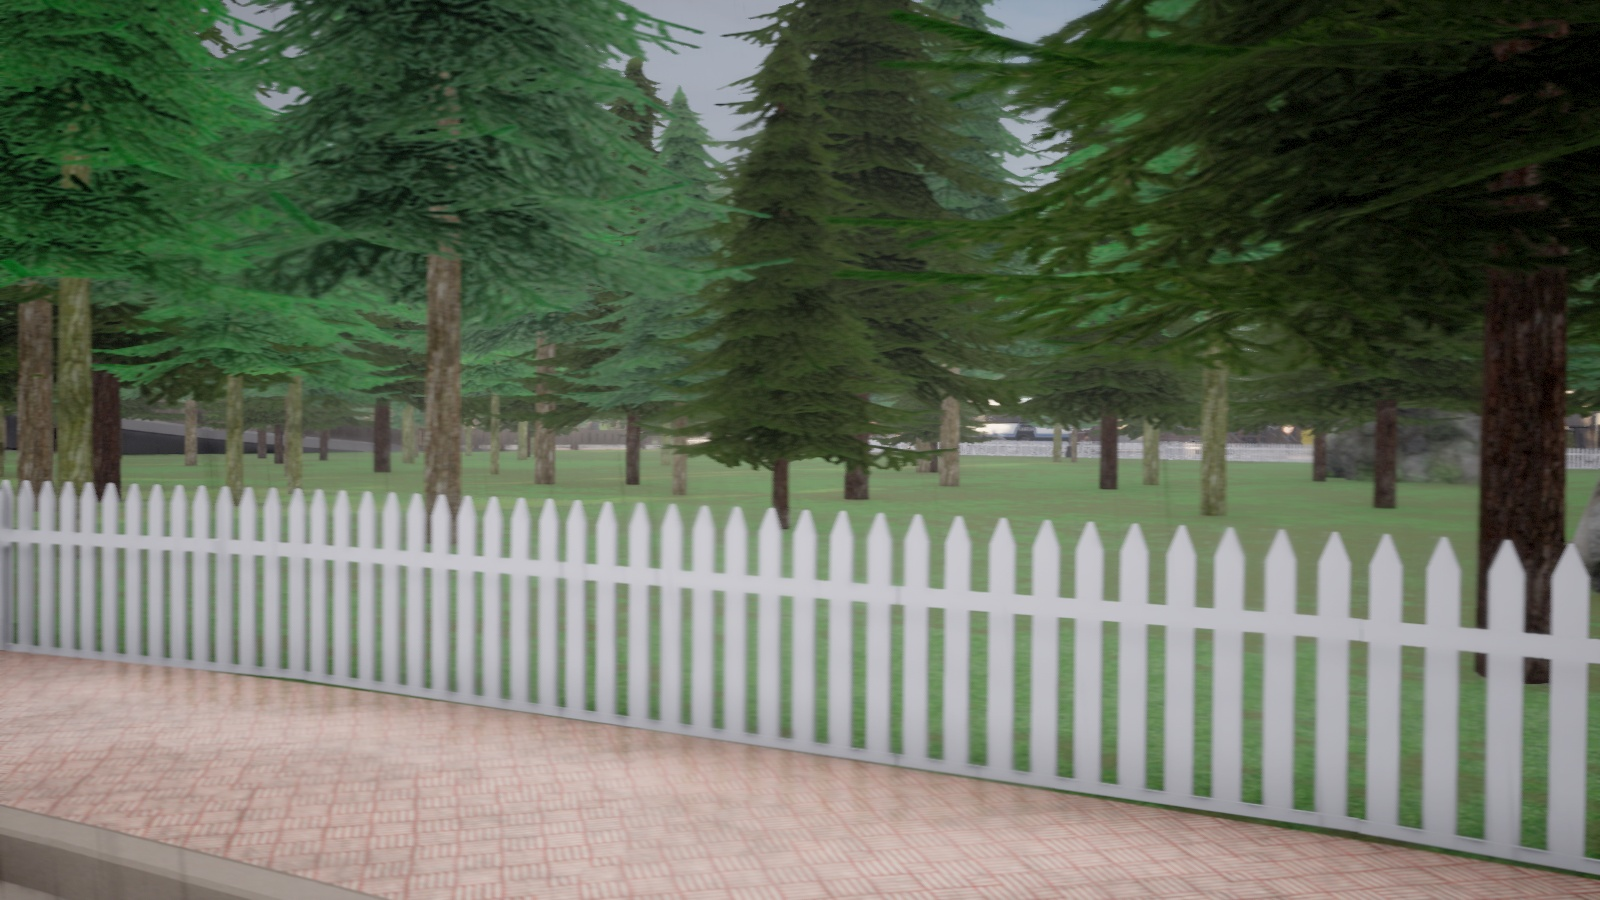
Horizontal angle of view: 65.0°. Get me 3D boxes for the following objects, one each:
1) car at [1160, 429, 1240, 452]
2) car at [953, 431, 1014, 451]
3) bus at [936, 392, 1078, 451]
[{"bbox_3d":[26.213,-0.617,82.481,4.674,1.442,1.812,0,1,43],"label":"car"},{"bbox_3d":[13.707,-0.676,93.975,4.193,1.474,1.816,0,1,43],"label":"car"},{"bbox_3d":[15.842,-2.125,96.734,10.273,4.253,3.944,0,1,43],"label":"bus"}]
